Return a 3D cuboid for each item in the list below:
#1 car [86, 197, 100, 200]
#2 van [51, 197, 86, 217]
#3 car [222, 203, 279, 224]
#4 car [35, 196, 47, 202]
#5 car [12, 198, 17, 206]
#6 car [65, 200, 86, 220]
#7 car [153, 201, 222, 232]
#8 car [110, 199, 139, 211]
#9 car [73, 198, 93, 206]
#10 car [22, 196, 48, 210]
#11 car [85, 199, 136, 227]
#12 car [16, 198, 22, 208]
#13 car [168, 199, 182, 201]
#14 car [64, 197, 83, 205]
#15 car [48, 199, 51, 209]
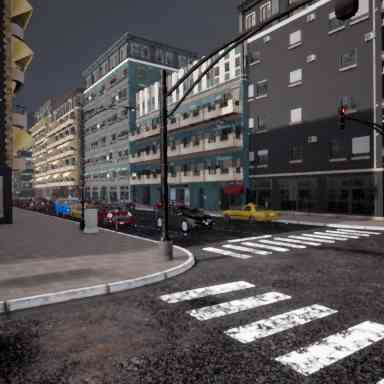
[{"bbox_3d":[-15.099,1.502,51.313,1.967,1.590,4.097,-1,1,-35],"label":"car"},{"bbox_3d":[-12.280,1.483,32.930,1.690,1.788,3.998,-1,1,-35],"label":"van"},{"bbox_3d":[4.087,1.498,24.420,1.752,1.417,4.829,-1,1,-35],"label":"car"},{"bbox_3d":[-37.594,1.728,82.853,1.887,1.381,4.507,-1,1,-35],"label":"car"},{"bbox_3d":[-31.560,1.783,59.965,1.887,1.381,4.507,-1,1,-35],"label":"car"},{"bbox_3d":[-8.965,1.652,28.288,1.752,1.417,4.829,-1,1,-35],"label":"car"},{"bbox_3d":[-0.553,1.564,20.956,1.837,1.490,4.892,-1,1,-35],"label":"car"},{"bbox_3d":[-8.669,1.581,42.303,2.008,1.369,4.403,-1,1,-35],"label":"car"},{"bbox_3d":[-18.311,1.644,55.819,1.947,1.339,4.313,-1,1,-35],"label":"car"},{"bbox_3d":[-21.921,1.628,46.448,1.967,1.590,4.097,-1,1,-35],"label":"car"},{"bbox_3d":[-5.851,1.553,23.921,1.967,1.590,4.097,-1,1,-35],"label":"car"},{"bbox_3d":[-25.132,1.770,50.954,1.947,1.339,4.313,-1,1,-35],"label":"car"},{"bbox_3d":[-2.243,1.441,33.291,1.967,1.590,4.097,-1,1,-35],"label":"car"},{"bbox_3d":[-21.525,1.645,60.325,2.008,1.369,4.403,-1,1,-35],"label":"car"},{"bbox_3d":[-19.467,1.694,47.614,2.033,1.411,5.357,-1,0,-35],"label":"car"}]
